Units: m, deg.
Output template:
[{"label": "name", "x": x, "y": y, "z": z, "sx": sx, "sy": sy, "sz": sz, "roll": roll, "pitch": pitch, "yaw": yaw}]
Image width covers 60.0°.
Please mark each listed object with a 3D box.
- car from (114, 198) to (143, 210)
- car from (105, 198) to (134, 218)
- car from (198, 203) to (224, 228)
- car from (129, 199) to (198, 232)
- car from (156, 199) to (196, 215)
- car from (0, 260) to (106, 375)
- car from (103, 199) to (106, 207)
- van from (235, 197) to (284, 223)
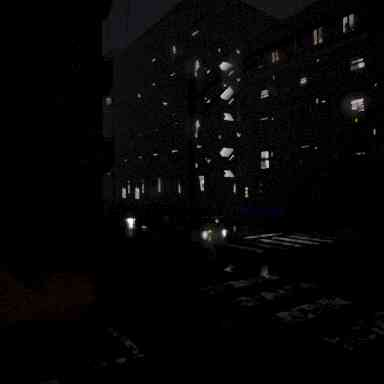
[{"label": "car", "x": -8.293, "y": 1.462, "z": 43.277, "sx": 1.887, "sy": 1.381, "sz": 4.507, "roll": -1, "pitch": 0, "yaw": -36}, {"label": "car", "x": -5.816, "y": 1.531, "z": 29.975, "sx": 1.994, "sy": 1.385, "sz": 4.181, "roll": -1, "pitch": 0, "yaw": -36}, {"label": "car", "x": 0.050, "y": 1.472, "z": 21.866, "sx": 2.128, "sy": 1.511, "sz": 4.902, "roll": -1, "pitch": 0, "yaw": -36}, {"label": "car", "x": -1.818, "y": 1.440, "z": 20.033, "sx": 1.967, "sy": 1.590, "sz": 4.097, "roll": 0, "pitch": 0, "yaw": -36}, {"label": "car", "x": -1.755, "y": 1.449, "z": 34.242, "sx": 1.752, "sy": 1.417, "sz": 4.829, "roll": 0, "pitch": 0, "yaw": -36}, {"label": "car", "x": -3.549, "y": 1.525, "z": 4.036, "sx": 4.829, "sy": 1.417, "sz": 1.752, "roll": 0, "pitch": 0, "yaw": -35}, {"label": "car", "x": -14.256, "y": 1.428, "z": 47.008, "sx": 2.128, "sy": 1.511, "sz": 4.902, "roll": -1, "pitch": 0, "yaw": -36}, {"label": "van", "x": 4.982, "y": 1.280, "z": 24.930, "sx": 1.690, "sy": 1.788, "sz": 3.998, "roll": 0, "pitch": 0, "yaw": -36}]
